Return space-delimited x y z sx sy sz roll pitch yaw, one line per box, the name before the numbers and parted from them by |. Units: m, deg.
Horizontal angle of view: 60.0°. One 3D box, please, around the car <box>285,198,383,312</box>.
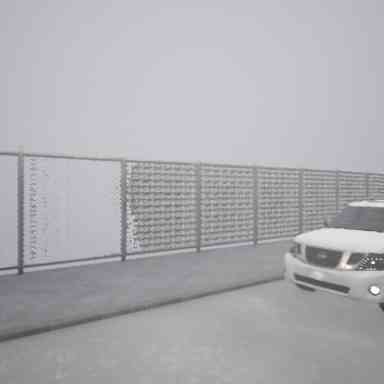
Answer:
car | 4.626 1.192 7.721 5.566 2.045 2.150 0 0 -34
